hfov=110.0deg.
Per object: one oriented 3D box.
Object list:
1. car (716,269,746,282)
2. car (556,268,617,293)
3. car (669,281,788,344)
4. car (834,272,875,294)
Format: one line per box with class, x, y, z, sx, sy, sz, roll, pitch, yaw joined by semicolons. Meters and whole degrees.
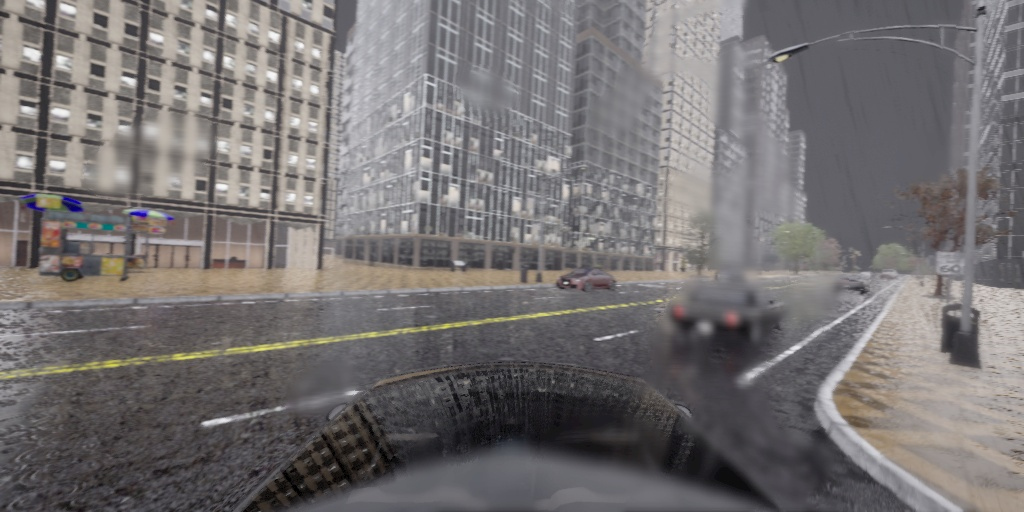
car;24.047;2.131;39.286;4.902;1.511;2.128;2;0;-41
car;4.624;1.434;22.077;4.181;1.385;1.994;2;0;-42
car;6.624;1.602;10.680;4.718;1.301;1.895;2;0;-42
car;29.081;2.382;30.673;4.902;1.511;2.128;2;0;-42
